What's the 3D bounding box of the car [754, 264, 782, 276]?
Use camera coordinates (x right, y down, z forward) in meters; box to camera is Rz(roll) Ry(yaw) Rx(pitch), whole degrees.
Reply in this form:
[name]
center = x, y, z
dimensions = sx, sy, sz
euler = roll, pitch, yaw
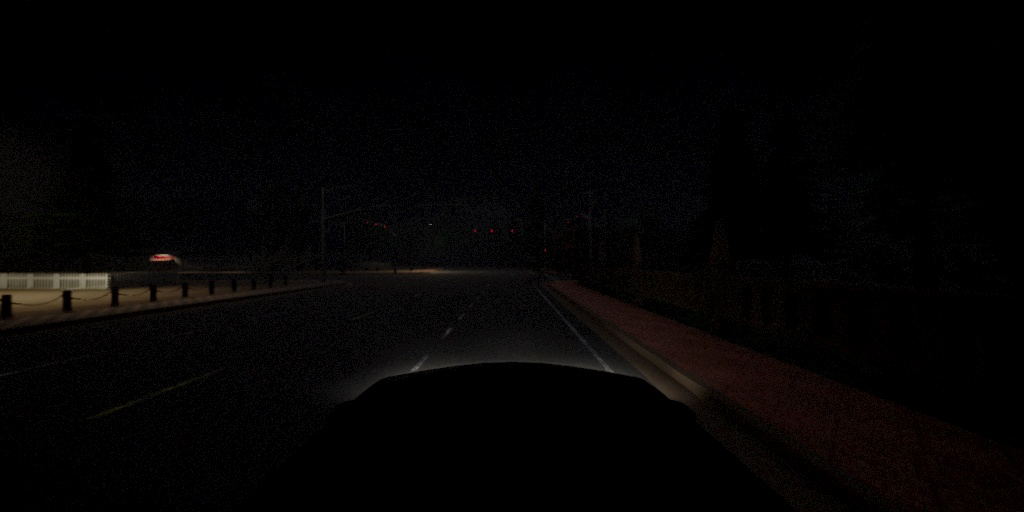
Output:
[car]
center = 32.844, 1.767, 45.803
dimensions = 4.892, 1.490, 1.837
euler = 0, -1, 0
